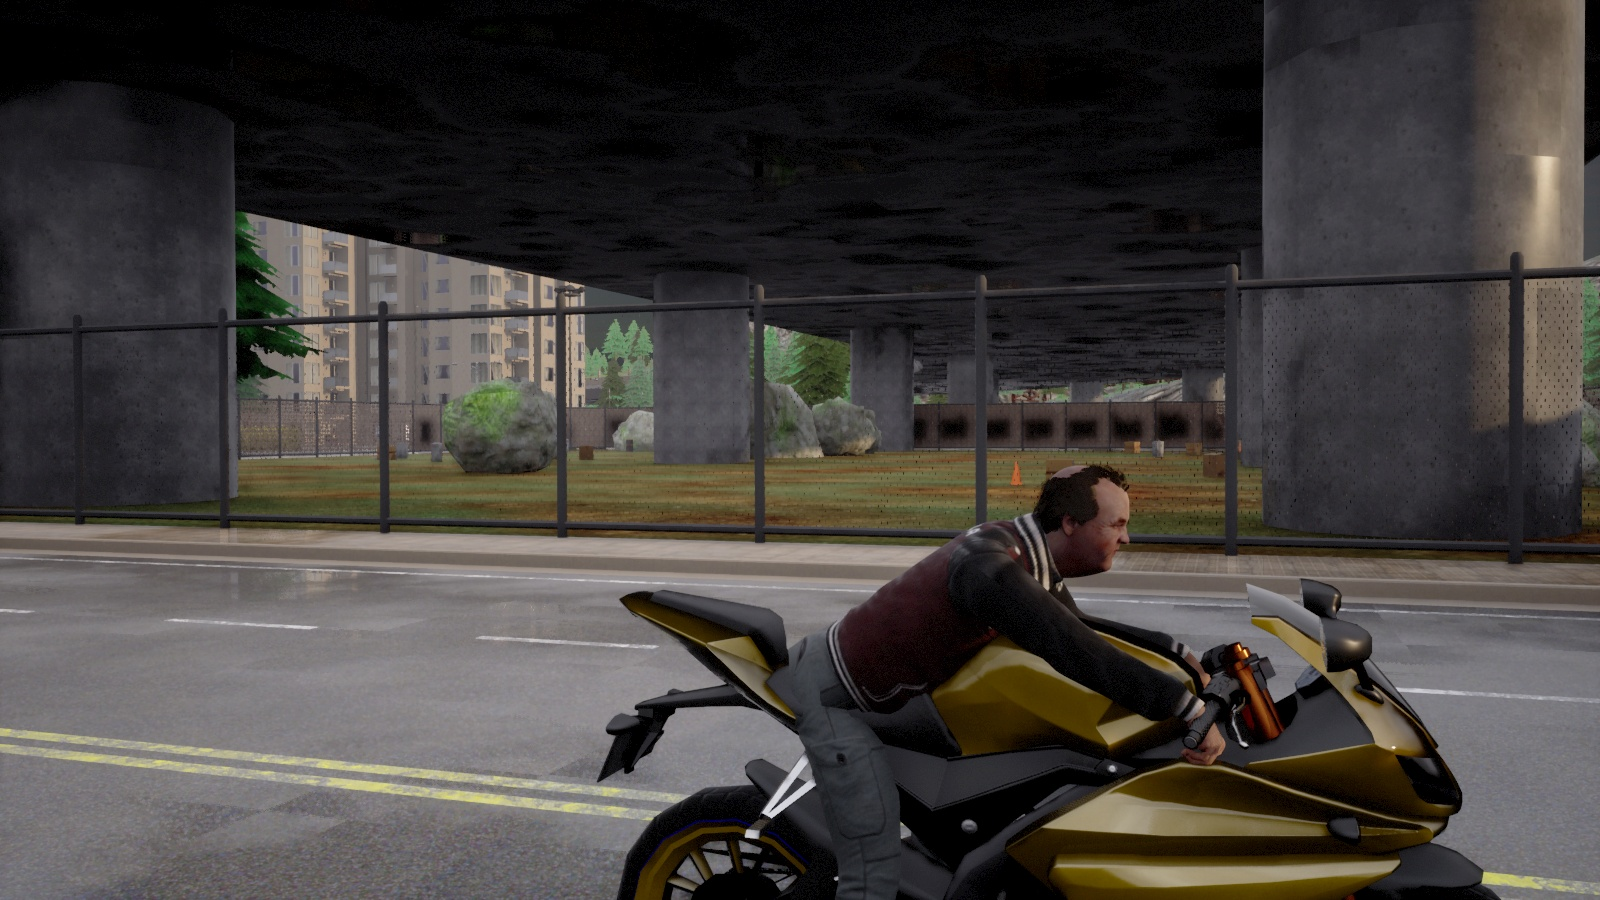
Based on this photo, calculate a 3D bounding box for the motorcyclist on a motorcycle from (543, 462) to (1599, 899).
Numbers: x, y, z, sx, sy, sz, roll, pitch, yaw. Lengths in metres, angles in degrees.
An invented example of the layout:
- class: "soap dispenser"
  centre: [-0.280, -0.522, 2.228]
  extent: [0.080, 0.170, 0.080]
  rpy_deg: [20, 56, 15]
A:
- class: "motorcyclist on a motorcycle"
  centre: [0.575, 0.816, 3.000]
  extent: [2.191, 1.530, 0.866]
  rpy_deg: [1, 1, 19]
